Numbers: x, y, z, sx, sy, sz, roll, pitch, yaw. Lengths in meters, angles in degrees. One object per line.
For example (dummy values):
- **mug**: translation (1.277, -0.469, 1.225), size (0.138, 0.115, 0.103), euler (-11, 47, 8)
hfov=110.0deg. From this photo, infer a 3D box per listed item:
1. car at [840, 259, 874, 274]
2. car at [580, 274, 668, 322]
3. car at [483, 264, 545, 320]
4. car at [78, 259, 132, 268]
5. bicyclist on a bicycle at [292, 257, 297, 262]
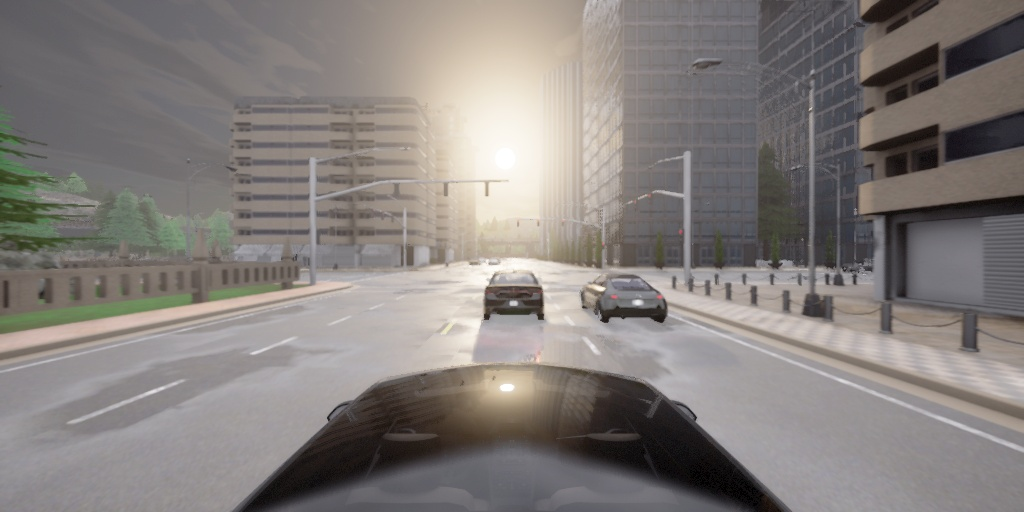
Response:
- **car**: translation (37.075, 1.095, 37.368), size (4.892, 1.490, 1.837), euler (0, 0, 0)
- **car**: translation (3.565, 1.282, 12.120), size (1.994, 1.385, 4.181), euler (0, 0, 0)
- **car**: translation (0.067, 1.196, 12.571), size (1.882, 1.535, 5.008), euler (0, 0, 0)
- **car**: translation (-38.573, 1.124, 33.989), size (4.674, 1.442, 1.812), euler (0, 0, 24)
- **bicyclist on a bicycle**: translation (-26.084, 0.874, 42.676), size (0.582, 1.620, 1.656), euler (0, 0, 7)
